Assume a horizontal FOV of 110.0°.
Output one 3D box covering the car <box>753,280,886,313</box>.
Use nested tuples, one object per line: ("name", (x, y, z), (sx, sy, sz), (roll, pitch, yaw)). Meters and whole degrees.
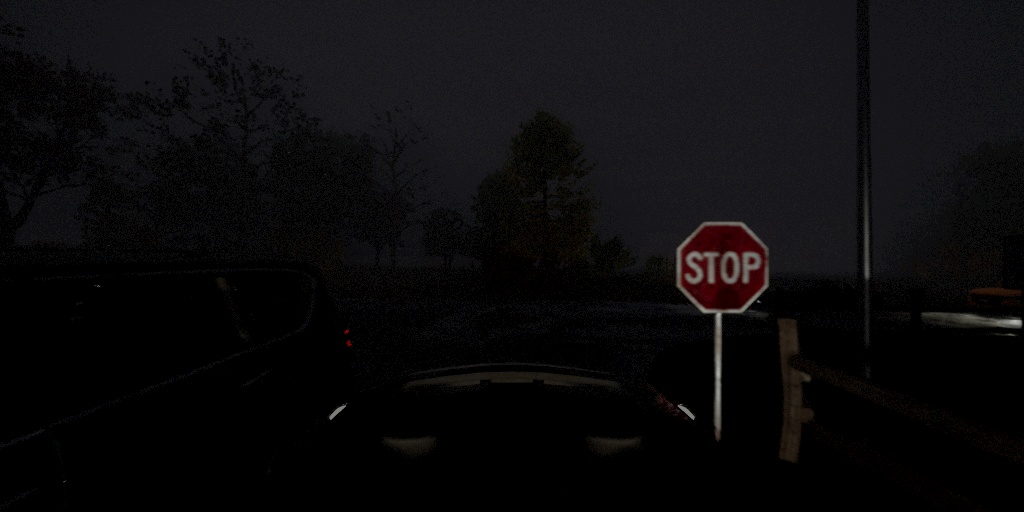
("car", (12.767, 1.667, 15.362), (4.718, 1.301, 1.895), (1, 0, 0))

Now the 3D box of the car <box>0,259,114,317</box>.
("car", (-17.149, 1.014, 12.348), (4.553, 1.767, 2.097), (1, 0, 0))

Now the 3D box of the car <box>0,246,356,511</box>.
("car", (-2.590, 0.965, 1.165), (2.150, 2.045, 5.566), (0, -1, 1))

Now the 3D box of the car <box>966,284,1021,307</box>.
("car", (22.714, 1.684, 15.352), (5.008, 1.535, 1.882), (1, 0, 0))
